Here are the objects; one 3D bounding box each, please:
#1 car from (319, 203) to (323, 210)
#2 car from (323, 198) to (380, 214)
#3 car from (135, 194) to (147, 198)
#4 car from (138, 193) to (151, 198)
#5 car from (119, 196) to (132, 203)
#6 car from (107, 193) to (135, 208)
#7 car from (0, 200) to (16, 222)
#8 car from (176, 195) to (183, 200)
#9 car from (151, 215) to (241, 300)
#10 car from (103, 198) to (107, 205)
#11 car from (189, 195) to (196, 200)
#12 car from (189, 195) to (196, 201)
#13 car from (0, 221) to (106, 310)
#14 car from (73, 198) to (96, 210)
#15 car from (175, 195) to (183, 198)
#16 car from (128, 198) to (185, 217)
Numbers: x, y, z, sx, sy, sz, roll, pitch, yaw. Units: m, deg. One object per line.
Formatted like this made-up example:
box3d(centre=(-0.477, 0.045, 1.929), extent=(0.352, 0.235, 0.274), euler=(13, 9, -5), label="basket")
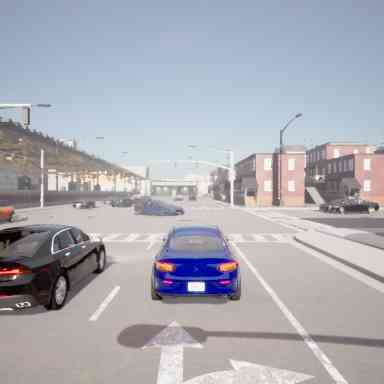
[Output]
box3d(centre=(17.092, 1.505, 38.050), extent=(4.892, 1.490, 1.837), euler=(0, 0, 0), label="car")
box3d(centre=(16.787, 1.492, 34.543), extent=(4.902, 1.511, 2.128), euler=(0, 0, 0), label="car")
box3d(centre=(-10.420, 1.565, 64.156), extent=(1.994, 1.385, 4.181), euler=(0, 0, 1), label="car")
box3d(centre=(-10.359, 1.478, 75.030), extent=(1.882, 1.535, 5.008), euler=(0, 0, 0), label="car")
box3d(centre=(-13.869, 1.524, 69.649), extent=(1.812, 1.442, 4.674), euler=(0, 0, 0), label="car")
box3d(centre=(-10.508, 1.221, 49.728), extent=(2.150, 2.045, 5.566), euler=(0, 0, 0), label="car")
box3d(centre=(-14.057, 1.352, 22.616), extent=(2.097, 1.767, 4.553), euler=(0, 0, 0), label="car")
box3d(centre=(-3.327, 1.524, 92.156), extent=(1.812, 1.442, 4.674), euler=(0, 0, 0), label="car")
box3d(centre=(0.093, 1.526, 8.245), extent=(1.812, 1.442, 4.674), euler=(0, 0, 0), label="car")
box3d(centre=(-13.966, 1.525, 57.482), extent=(1.812, 1.442, 4.674), euler=(0, 0, 0), label="car")
box3d(centre=(0.173, 1.478, 91.935), extent=(1.882, 1.535, 5.008), euler=(0, 0, 0), label="car")
box3d(centre=(0.153, 1.500, 81.609), extent=(1.837, 1.490, 4.892), euler=(0, 0, 0), label="car")
box3d(centre=(-3.414, 1.505, 7.788), extent=(1.837, 1.490, 4.892), euler=(0, 0, 0), label="car")
box3d(centre=(-14.017, 1.492, 43.476), extent=(2.128, 1.511, 4.902), euler=(0, 0, 0), label="car")
box3d(centre=(-3.346, 1.595, 82.110), extent=(1.895, 1.301, 4.718), euler=(0, 0, 0), label="car")
box3d(centre=(-3.207, 1.547, 31.478), extent=(5.357, 1.411, 2.033), euler=(0, 0, 38), label="car")
